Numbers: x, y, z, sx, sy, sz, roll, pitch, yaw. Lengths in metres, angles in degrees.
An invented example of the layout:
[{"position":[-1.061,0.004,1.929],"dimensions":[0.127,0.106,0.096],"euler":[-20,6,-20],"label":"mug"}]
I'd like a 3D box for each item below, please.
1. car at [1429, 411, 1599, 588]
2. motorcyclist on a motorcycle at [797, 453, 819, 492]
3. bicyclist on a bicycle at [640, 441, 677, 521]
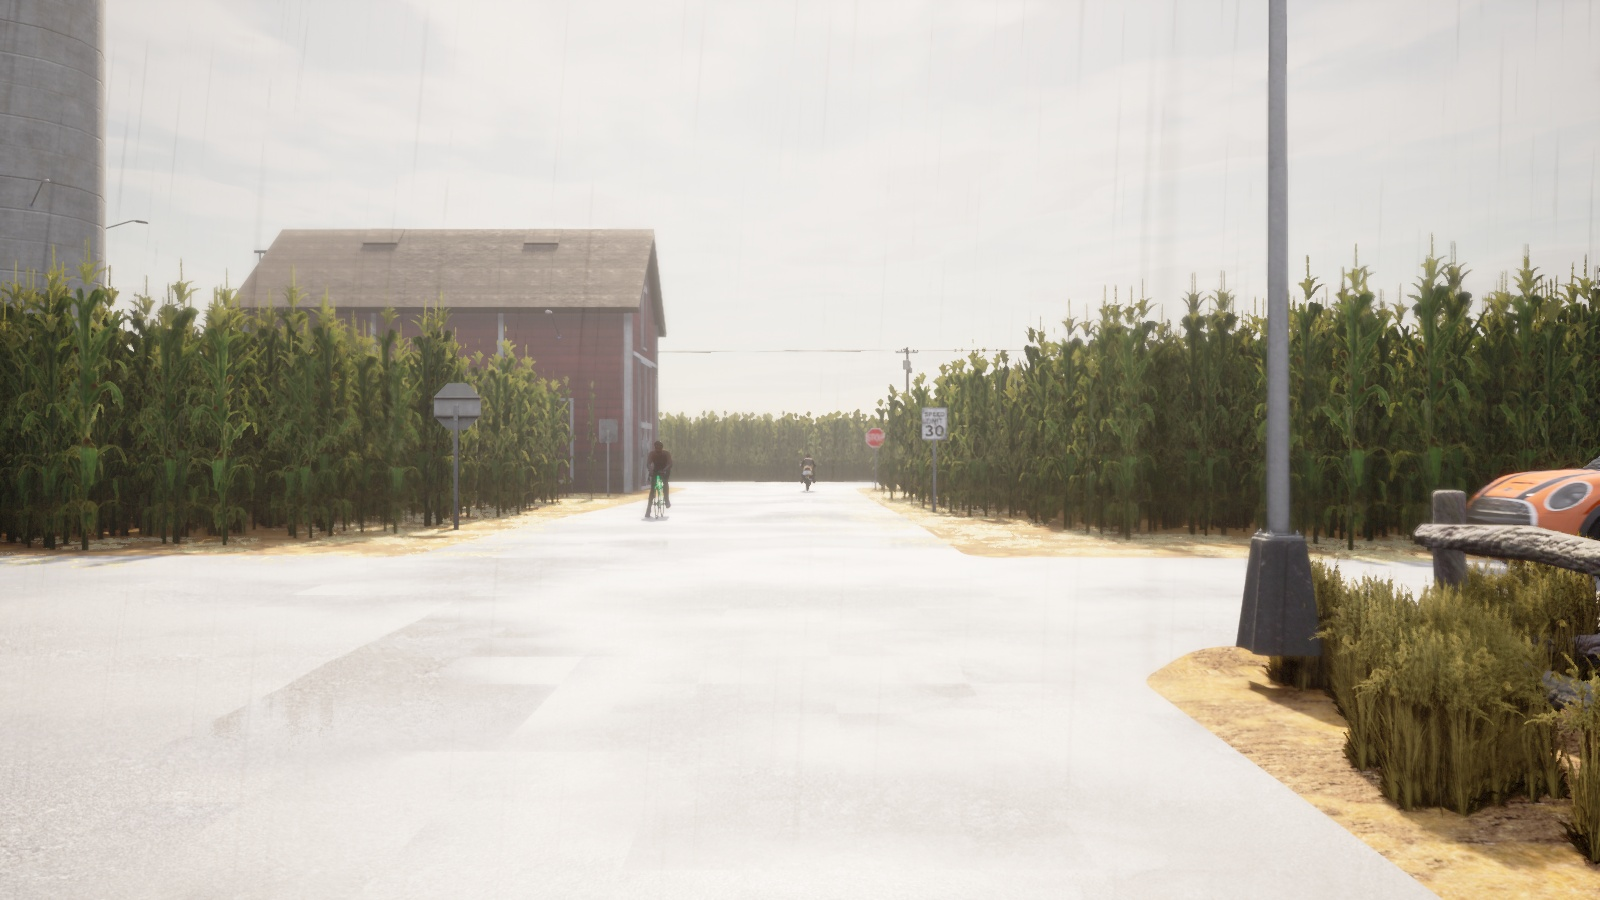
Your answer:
[{"position":[9.627,0.513,13.608],"dimensions":[4.553,1.767,2.097],"euler":[1,0,1],"label":"car"},{"position":[0.332,0.899,50.638],"dimensions":[0.797,1.523,2.044],"euler":[1,0,3],"label":"motorcyclist on a motorcycle"},{"position":[-2.945,0.627,26.313],"dimensions":[0.582,1.620,1.656],"euler":[0,0,0],"label":"bicyclist on a bicycle"}]
